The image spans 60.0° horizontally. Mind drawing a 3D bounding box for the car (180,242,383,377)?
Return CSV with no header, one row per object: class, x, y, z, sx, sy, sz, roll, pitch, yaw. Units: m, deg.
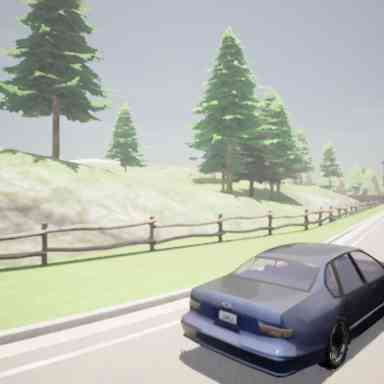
car,2.245,1.630,5.901,5.357,1.411,2.033,1,-1,-44
